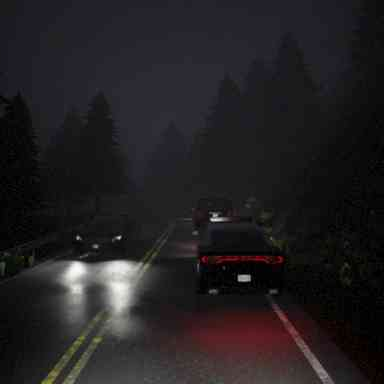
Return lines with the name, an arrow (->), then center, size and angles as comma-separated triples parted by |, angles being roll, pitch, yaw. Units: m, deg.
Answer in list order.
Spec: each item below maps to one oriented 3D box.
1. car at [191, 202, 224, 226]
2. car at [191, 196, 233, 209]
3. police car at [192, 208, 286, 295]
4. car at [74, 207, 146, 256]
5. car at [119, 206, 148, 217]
car -> 1.065, 1.579, 25.142 | 1.837, 1.490, 4.892 | 1, 0, -5
car -> 1.190, 1.263, 18.887 | 2.150, 2.045, 5.566 | 0, 0, 1
police car -> 1.036, 1.442, 8.926 | 1.930, 1.638, 5.238 | 0, 0, 1
car -> -3.210, 1.557, 13.480 | 1.812, 1.442, 4.674 | 0, 0, 0
car -> -8.067, 2.717, 45.552 | 1.994, 1.385, 4.181 | 4, -8, -40
